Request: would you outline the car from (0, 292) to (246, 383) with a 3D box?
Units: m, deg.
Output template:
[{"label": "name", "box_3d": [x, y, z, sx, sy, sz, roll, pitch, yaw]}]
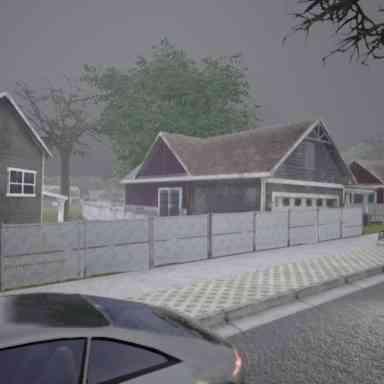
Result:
[{"label": "car", "box_3d": [-1.559, 1.564, 2.336, 4.181, 1.385, 1.994, 0, 0, -34]}]
